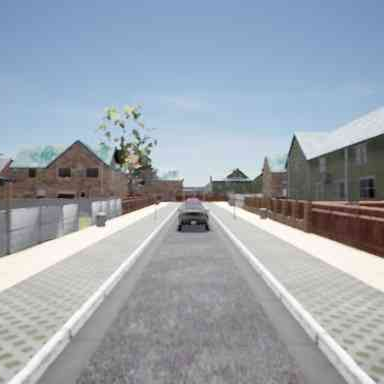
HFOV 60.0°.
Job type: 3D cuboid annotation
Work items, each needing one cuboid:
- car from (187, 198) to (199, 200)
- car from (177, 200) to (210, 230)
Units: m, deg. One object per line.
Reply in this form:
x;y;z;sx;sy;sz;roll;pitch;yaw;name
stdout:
0.090;1.449;38.668;1.882;1.535;5.008;0;0;0;car
0.094;1.492;21.174;1.837;1.490;4.892;0;0;0;car
